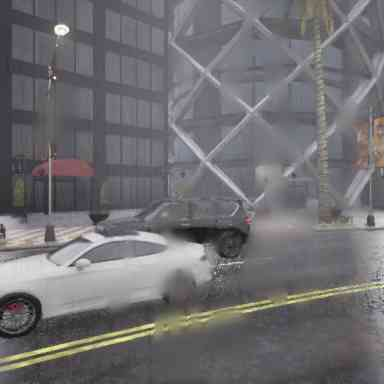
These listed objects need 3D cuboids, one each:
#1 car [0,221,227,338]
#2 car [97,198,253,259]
[{"bbox_3d":[-1.790,1.526,6.634,4.674,1.442,1.812,0,0,-30],"label":"car"},{"bbox_3d":[-0.544,1.221,11.353,5.566,2.045,2.150,0,0,-26],"label":"car"}]
